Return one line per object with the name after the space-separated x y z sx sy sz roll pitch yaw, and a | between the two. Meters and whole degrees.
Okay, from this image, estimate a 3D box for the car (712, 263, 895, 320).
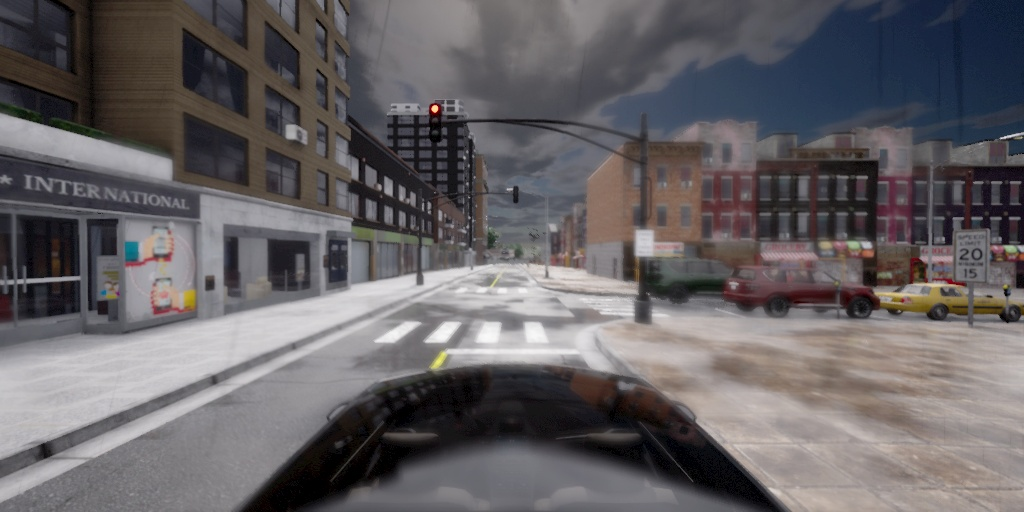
10.831 1.325 13.678 5.009 1.841 2.192 0 0 0 | car

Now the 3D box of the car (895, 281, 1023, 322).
16.546 1.638 13.650 4.829 1.417 1.751 0 0 0 | car

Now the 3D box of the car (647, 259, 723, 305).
8.975 1.164 16.860 5.566 2.045 2.150 1 0 1 | car
